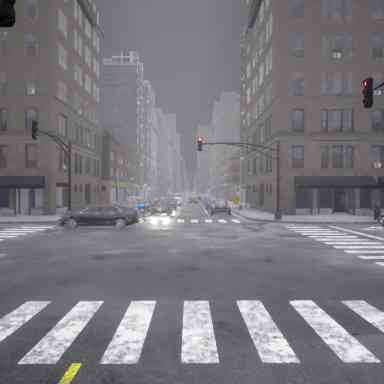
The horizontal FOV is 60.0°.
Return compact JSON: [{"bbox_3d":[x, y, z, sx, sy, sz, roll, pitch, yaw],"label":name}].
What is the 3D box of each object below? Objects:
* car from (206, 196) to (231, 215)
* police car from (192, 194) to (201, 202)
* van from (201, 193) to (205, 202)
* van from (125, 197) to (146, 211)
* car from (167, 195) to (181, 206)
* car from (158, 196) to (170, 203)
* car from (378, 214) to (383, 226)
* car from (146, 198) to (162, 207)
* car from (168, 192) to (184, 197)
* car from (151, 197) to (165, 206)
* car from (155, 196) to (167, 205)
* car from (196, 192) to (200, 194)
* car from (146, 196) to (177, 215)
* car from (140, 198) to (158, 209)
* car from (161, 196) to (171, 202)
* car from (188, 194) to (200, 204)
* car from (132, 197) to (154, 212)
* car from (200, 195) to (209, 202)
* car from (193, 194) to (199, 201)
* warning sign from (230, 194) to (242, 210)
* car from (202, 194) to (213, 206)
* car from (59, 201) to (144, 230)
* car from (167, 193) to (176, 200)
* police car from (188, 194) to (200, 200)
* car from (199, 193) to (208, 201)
[{"bbox_3d":[2.768,1.442,33.389,1.967,1.590,4.097,0,0,0],"label":"car"},{"bbox_3d":[1.040,1.422,79.485,1.930,1.638,5.238,0,0,-1],"label":"police car"},{"bbox_3d":[2.838,1.344,56.066,1.690,1.788,3.998,0,0,0],"label":"van"},{"bbox_3d":[-5.758,1.343,33.413,1.690,1.788,3.998,0,0,0],"label":"van"},{"bbox_3d":[-2.966,1.495,43.800,2.128,1.511,4.902,0,0,0],"label":"car"},{"bbox_3d":[-5.652,1.567,67.423,1.947,1.339,4.313,0,0,0],"label":"car"},{"bbox_3d":[14.143,1.541,20.745,4.674,1.442,1.812,0,0,0],"label":"car"},{"bbox_3d":[-5.705,1.585,50.418,1.802,1.307,4.206,0,0,0],"label":"car"},{"bbox_3d":[-2.920,1.225,54.530,2.150,2.045,5.566,0,0,0],"label":"car"},{"bbox_3d":[-5.687,1.569,56.087,1.947,1.339,4.313,0,0,0],"label":"car"},{"bbox_3d":[-5.670,1.527,61.585,1.752,1.417,4.829,0,0,0],"label":"car"},{"bbox_3d":[0.224,1.292,72.961,1.882,1.535,5.008,0,0,0],"label":"car"},{"bbox_3d":[-3.003,1.494,33.555,2.128,1.511,4.902,0,0,0],"label":"car"},{"bbox_3d":[-5.722,1.569,44.750,1.947,1.339,4.313,0,0,0],"label":"car"},{"bbox_3d":[-5.634,1.544,73.091,1.887,1.381,4.507,0,0,0],"label":"car"},{"bbox_3d":[0.193,1.603,62.987,1.895,1.301,4.718,0,0,0],"label":"car"},{"bbox_3d":[-5.740,1.443,39.082,1.967,1.590,4.097,0,0,0],"label":"car"},{"bbox_3d":[2.909,1.437,78.743,1.967,1.590,4.097,0,0,0],"label":"car"},{"bbox_3d":[1.062,1.448,89.580,1.801,1.575,5.366,0,0,0],"label":"car"},{"bbox_3d":[5.188,1.118,39.376,1.300,1.860,1.060,0,0,0],"label":"warning sign"},{"bbox_3d":[2.803,1.443,44.727,1.967,1.590,4.097,0,0,0],"label":"car"},{"bbox_3d":[-5.681,1.505,20.608,4.892,1.490,1.837,0,0,0],"label":"car"},{"bbox_3d":[-5.582,1.307,90.096,2.192,1.841,5.009,0,0,0],"label":"car"},{"bbox_3d":[0.567,1.415,95.408,1.930,1.638,5.238,0,0,-16],"label":"police car"},{"bbox_3d":[2.926,1.310,84.412,2.192,1.841,5.009,0,0,0],"label":"car"}]
